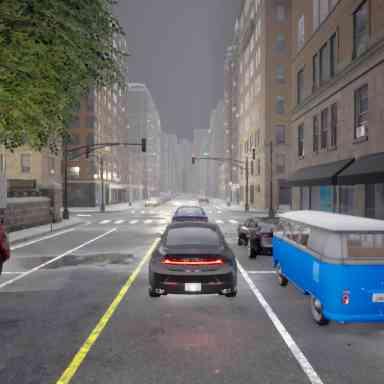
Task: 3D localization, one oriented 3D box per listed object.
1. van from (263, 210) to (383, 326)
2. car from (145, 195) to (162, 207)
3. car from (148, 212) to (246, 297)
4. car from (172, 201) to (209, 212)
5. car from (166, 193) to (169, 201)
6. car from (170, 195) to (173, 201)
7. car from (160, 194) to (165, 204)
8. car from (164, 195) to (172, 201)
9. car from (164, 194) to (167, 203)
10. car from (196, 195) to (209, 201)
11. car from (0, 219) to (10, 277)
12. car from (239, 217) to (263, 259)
[{"bbox_3d":[2.810,1.340,6.805,1.690,1.788,3.998,0,0,0],"label":"van"},{"bbox_3d":[-6.041,1.498,50.219,1.752,1.417,4.829,0,0,0],"label":"car"},{"bbox_3d":[0.011,1.504,8.548,1.837,1.490,4.892,0,0,0],"label":"car"},{"bbox_3d":[-0.098,1.472,18.043,1.882,1.535,5.008,0,0,0],"label":"car"},{"bbox_3d":[-6.165,1.515,66.740,1.887,1.381,4.507,0,0,0],"label":"car"},{"bbox_3d":[-6.247,1.524,77.642,2.008,1.369,4.403,0,0,0],"label":"car"},{"bbox_3d":[-6.083,1.522,55.839,2.008,1.369,4.403,0,0,0],"label":"car"},{"bbox_3d":[-6.328,1.504,88.373,1.752,1.417,4.829,0,0,0],"label":"car"},{"bbox_3d":[-6.124,1.515,61.290,1.887,1.381,4.507,0,0,0],"label":"car"},{"bbox_3d":[2.358,1.411,66.840,1.967,1.590,4.097,0,0,0],"label":"car"},{"bbox_3d":[-5.714,1.314,6.701,2.192,1.841,5.009,0,0,0],"label":"car"},{"bbox_3d":[2.768,1.563,12.465,1.947,1.339,4.313,0,0,0],"label":"car"}]
